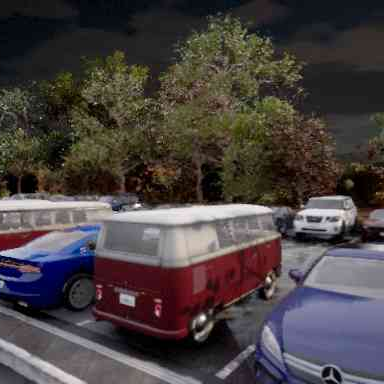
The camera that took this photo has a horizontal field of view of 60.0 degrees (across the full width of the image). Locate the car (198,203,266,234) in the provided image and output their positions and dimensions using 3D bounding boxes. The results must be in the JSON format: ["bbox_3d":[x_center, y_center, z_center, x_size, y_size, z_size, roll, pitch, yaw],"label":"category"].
[{"bbox_3d":[2.652,1.509,20.743,2.097,1.535,5.008,0,0,35],"label":"car"}]

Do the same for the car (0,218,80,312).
[{"bbox_3d":[-2.028,1.507,8.028,2.097,1.535,5.008,0,0,35],"label":"car"}]

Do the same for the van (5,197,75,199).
[{"bbox_3d":[-6.534,1.291,11.371,1.878,1.987,4.442,0,0,35],"label":"van"}]

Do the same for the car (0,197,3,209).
[{"bbox_3d":[-26.784,1.382,41.625,2.231,1.521,4.892,0,0,35],"label":"car"}]

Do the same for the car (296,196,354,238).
[{"bbox_3d":[7.167,1.245,17.513,2.435,2.045,5.566,0,0,35],"label":"car"}]

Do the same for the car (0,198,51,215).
[{"bbox_3d":[-17.746,1.467,35.175,2.163,1.488,4.792,0,0,35],"label":"car"}]

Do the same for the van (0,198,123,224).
[{"bbox_3d":[-4.383,1.288,9.560,1.878,1.987,4.442,0,0,35],"label":"van"}]

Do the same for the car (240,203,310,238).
[{"bbox_3d":[4.917,1.505,19.136,2.231,1.521,4.892,0,0,35],"label":"car"}]

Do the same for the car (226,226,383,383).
[{"bbox_3d":[2.550,1.531,4.791,2.002,1.452,4.674,0,0,35],"label":"car"}]

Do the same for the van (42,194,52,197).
[{"bbox_3d":[-10.869,1.253,30.477,1.878,1.987,4.442,0,0,35],"label":"van"}]

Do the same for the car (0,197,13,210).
[{"bbox_3d":[-24.630,1.392,39.863,1.946,1.575,5.366,0,0,35],"label":"car"}]

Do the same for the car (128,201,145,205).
[{"bbox_3d":[-1.889,1.545,23.933,2.163,1.488,4.792,0,0,35],"label":"car"}]

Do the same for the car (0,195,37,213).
[{"bbox_3d":[-19.976,1.298,36.829,2.185,1.767,4.553,0,0,35],"label":"car"}]

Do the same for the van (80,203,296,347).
[{"bbox_3d":[0.329,1.273,6.506,1.878,1.987,4.442,0,0,35],"label":"van"}]

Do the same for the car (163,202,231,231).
[{"bbox_3d":[0.496,1.509,22.504,1.946,1.575,5.366,0,0,35],"label":"car"}]

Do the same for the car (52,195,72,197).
[{"bbox_3d":[-8.655,1.242,28.800,2.435,2.045,5.566,0,0,35],"label":"car"}]

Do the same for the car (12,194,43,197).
[{"bbox_3d":[-15.447,1.200,33.616,2.435,2.045,5.566,0,0,35],"label":"car"}]

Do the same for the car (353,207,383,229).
[{"bbox_3d":[9.452,1.489,15.935,2.097,1.535,5.008,0,0,35],"label":"car"}]

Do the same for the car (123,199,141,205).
[{"bbox_3d":[-4.126,1.539,25.590,2.163,1.488,4.792,0,0,35],"label":"car"}]

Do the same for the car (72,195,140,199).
[{"bbox_3d":[-6.422,1.251,27.147,2.435,2.045,5.566,0,0,35],"label":"car"}]
